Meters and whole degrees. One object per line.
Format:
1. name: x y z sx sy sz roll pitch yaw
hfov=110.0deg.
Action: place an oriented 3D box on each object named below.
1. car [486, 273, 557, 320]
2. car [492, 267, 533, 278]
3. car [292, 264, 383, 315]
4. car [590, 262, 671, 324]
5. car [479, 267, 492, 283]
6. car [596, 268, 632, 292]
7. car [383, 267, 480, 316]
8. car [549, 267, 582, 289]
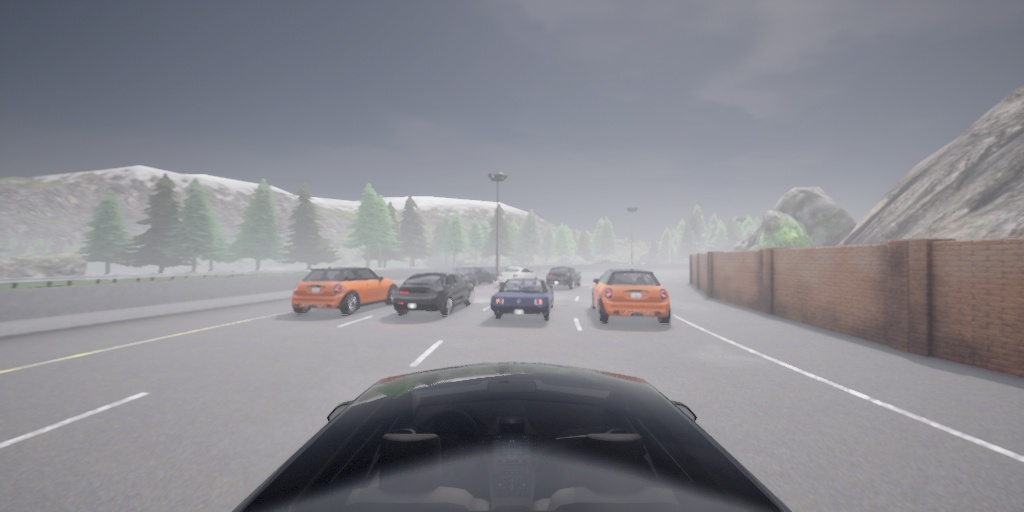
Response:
1. car: 0.562 1.467 13.315 1.895 1.301 4.718 0 -1 9
2. car: 0.485 1.526 26.881 1.812 1.442 4.674 0 0 21
3. car: -6.364 1.205 14.311 2.097 1.767 4.553 0 -1 9
4. car: 4.025 1.222 12.783 2.097 1.767 4.553 0 -1 9
5. car: -2.959 1.545 27.706 2.033 1.411 5.357 0 -1 20
6. car: 7.027 1.560 24.398 1.994 1.385 4.181 0 -1 21
7. car: -2.860 1.371 14.021 1.837 1.490 4.892 0 0 9
8. car: 3.737 1.505 25.595 1.837 1.490 4.892 0 0 21
